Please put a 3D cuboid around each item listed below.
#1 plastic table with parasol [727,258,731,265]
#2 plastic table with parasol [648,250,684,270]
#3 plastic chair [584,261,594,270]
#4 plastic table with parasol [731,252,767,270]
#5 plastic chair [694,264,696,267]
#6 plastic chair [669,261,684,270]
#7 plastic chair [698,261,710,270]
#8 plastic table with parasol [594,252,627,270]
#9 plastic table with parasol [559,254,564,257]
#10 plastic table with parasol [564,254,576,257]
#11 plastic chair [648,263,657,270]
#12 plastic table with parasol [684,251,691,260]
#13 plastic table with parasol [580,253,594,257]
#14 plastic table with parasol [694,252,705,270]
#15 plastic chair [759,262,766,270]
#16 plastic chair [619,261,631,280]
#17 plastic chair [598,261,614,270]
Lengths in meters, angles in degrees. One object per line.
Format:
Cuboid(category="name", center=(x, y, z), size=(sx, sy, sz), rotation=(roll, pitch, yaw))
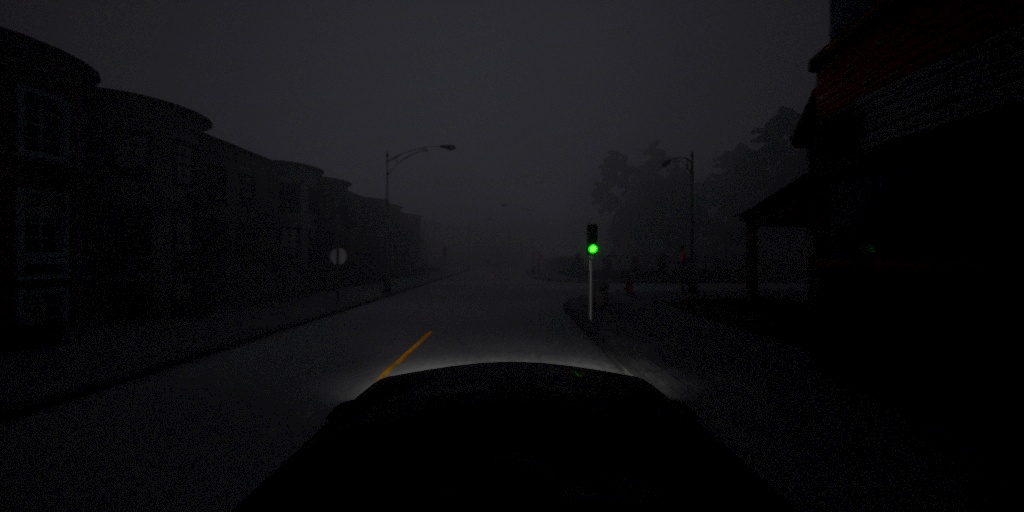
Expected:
Cuboid(category="plastic table with parasol", center=(26.474, 0.775, 40.831), size=(2.482, 2.480, 2.482), rotation=(0, 0, -40))
Cuboid(category="plastic table with parasol", center=(15.296, 0.776, 36.218), size=(2.482, 2.480, 2.482), rotation=(0, 0, -40))
Cuboid(category="plastic chair", center=(8.594, 1.377, 38.962), size=(0.730, 1.272, 0.750), rotation=(0, 0, -40))
Cuboid(category="plastic table with parasol", center=(23.738, 0.754, 35.511), size=(2.482, 2.480, 2.482), rotation=(0, 0, -40))
Cuboid(category="plastic chair", center=(21.046, 1.379, 42.726), size=(0.730, 1.272, 0.750), rotation=(0, 0, -41))
Cuboid(category="plastic chair", center=(16.198, 1.378, 35.245), size=(0.750, 1.272, 0.730), rotation=(0, 0, -35))
Cuboid(category="plastic chair", center=(22.898, 1.372, 42.483), size=(0.750, 1.272, 0.730), rotation=(0, 0, -34))
Cuboid(category="plastic table with parasol", center=(10.066, 0.804, 35.217), size=(2.482, 2.480, 2.482), rotation=(0, 0, -40))
Cuboid(category="plastic table with parasol", center=(9.219, 0.858, 61.492), size=(2.482, 2.480, 2.482), rotation=(0, 0, 0))
Cuboid(category="plastic table with parasol", center=(10.016, 0.738, 53.796), size=(2.482, 2.480, 2.482), rotation=(0, 0, -38))
Cuboid(category="plastic chair", center=(14.265, 1.390, 35.474), size=(0.730, 1.272, 0.750), rotation=(0, 0, -40))
Cuboid(category="plastic table with parasol", center=(18.261, 0.752, 40.206), size=(2.482, 2.480, 2.482), rotation=(0, 0, -42))
Cuboid(category="plastic table with parasol", center=(9.625, 0.778, 39.707), size=(2.482, 2.480, 2.482), rotation=(0, 0, -40))
Cuboid(category="plastic table with parasol", center=(22.054, 0.707, 43.475), size=(2.482, 2.480, 2.482), rotation=(0, 0, -39))
Cuboid(category="plastic chair", center=(24.638, 1.383, 34.537), size=(0.750, 1.272, 0.730), rotation=(0, 0, -35))
Cuboid(category="plastic chair", center=(10.968, 1.406, 34.243), size=(0.750, 1.272, 0.730), rotation=(0, 0, -35))
Cuboid(category="plastic chair", center=(9.035, 1.407, 34.472), size=(0.730, 1.272, 0.750), rotation=(0, 0, -40))
